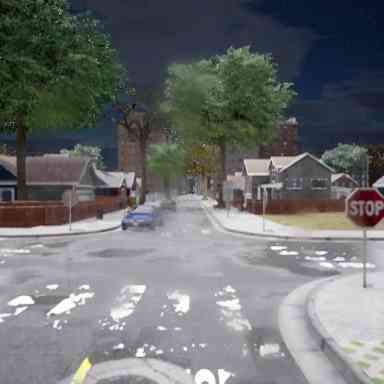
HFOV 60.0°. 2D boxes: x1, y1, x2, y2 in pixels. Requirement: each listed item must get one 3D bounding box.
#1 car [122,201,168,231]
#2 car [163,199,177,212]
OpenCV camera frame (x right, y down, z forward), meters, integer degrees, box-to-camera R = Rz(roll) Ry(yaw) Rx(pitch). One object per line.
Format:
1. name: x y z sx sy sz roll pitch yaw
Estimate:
1. car: -2.925 1.527 20.752 1.812 1.442 4.674 0 0 5
2. car: -2.687 1.560 38.482 2.033 1.411 5.357 0 0 0
